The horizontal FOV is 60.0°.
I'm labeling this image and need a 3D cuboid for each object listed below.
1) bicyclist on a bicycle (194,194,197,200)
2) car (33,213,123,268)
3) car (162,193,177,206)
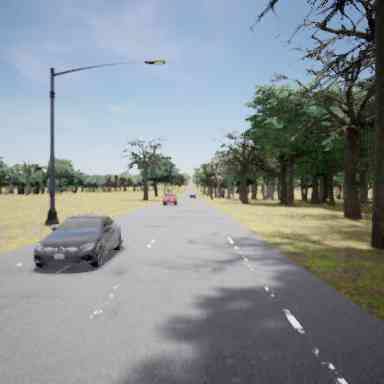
[{"bbox_3d":[0.975,1.437,91.399,0.582,1.620,1.656,0,-1,0],"label":"bicyclist on a bicycle"},{"bbox_3d":[-3.598,1.492,11.344,1.812,1.442,4.674,0,0,0],"label":"car"},{"bbox_3d":[-3.543,1.145,53.964,2.150,2.045,5.566,0,0,0],"label":"car"}]
